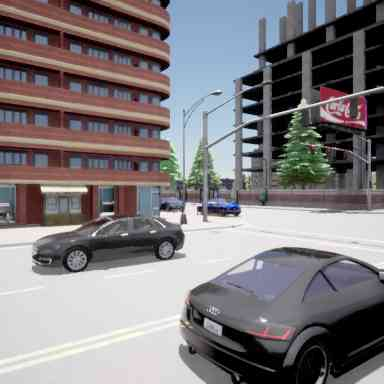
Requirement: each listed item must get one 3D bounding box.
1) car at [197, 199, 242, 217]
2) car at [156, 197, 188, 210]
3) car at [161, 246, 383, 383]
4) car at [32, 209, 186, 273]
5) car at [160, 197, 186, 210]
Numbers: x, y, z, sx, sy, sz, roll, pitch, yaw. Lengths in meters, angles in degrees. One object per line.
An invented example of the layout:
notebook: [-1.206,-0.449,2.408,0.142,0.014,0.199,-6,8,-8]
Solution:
car: [2.522,1.601,31.443,1.895,1.301,4.718,0,0,-35]
car: [-2.738,1.478,44.717,1.882,1.535,5.008,0,0,-36]
car: [1.880,1.564,5.103,4.181,1.385,1.994,0,0,-35]
car: [-2.506,1.504,10.805,4.892,1.490,1.837,0,0,-35]
car: [-2.633,1.564,38.579,1.994,1.385,4.181,0,0,-37]
